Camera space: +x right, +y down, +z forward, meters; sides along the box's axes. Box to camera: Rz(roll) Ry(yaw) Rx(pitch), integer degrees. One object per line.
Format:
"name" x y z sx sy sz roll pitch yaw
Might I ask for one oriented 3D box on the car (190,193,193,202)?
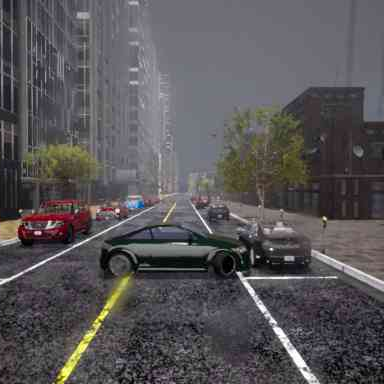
"car" 0.852 1.291 71.972 2.192 1.841 5.009 -1 0 -1

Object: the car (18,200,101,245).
"car" -6.181 1.310 15.707 2.192 1.841 5.009 -1 0 -1

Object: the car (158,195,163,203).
"car" -7.380 1.522 66.234 1.887 1.381 4.507 -1 0 -1

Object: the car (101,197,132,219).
"car" -6.374 1.432 26.775 1.967 1.590 4.097 -1 0 -1

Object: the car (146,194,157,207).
"car" -6.954 1.299 49.635 2.192 1.841 5.009 -1 0 -1

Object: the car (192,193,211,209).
"car" 1.566 1.301 44.308 2.192 1.841 5.009 -1 0 -1

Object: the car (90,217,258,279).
"car" -0.462 1.556 9.516 4.181 1.385 1.994 0 0 -1

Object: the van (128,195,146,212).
"van" -6.669 1.329 38.569 1.690 1.788 3.998 -1 0 -1

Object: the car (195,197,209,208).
"car" 1.422 1.509 50.011 1.752 1.417 4.829 -1 0 -1

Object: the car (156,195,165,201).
"car" -7.804 1.497 82.663 1.752 1.417 4.829 -1 0 -1

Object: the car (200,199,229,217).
"car" 2.029 1.543 26.976 2.008 1.369 4.403 -1 0 -1

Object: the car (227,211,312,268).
"car" 2.556 1.548 11.116 2.008 1.369 4.403 -1 0 -1

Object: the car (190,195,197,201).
"car" 0.427 1.551 88.570 1.802 1.307 4.206 -1 0 -1
